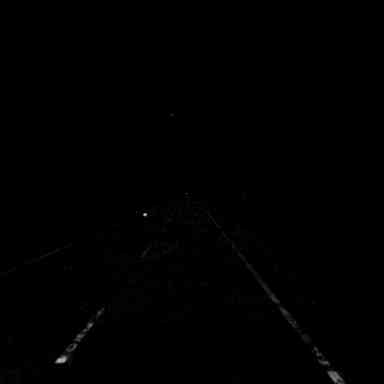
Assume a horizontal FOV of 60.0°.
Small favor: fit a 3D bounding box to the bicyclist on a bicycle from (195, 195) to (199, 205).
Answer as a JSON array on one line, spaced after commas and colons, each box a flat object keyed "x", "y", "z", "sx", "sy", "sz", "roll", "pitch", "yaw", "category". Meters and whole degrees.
[{"x": 0.958, "y": 1.531, "z": 60.814, "sx": 0.659, "sy": 1.776, "sz": 1.843, "roll": 0, "pitch": 0, "yaw": 0, "category": "bicyclist on a bicycle"}]

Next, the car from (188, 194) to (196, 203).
[{"x": -0.006, "y": 1.755, "z": 76.197, "sx": 1.994, "sy": 1.385, "sz": 4.181, "roll": 0, "pitch": 0, "yaw": 0, "category": "car"}]

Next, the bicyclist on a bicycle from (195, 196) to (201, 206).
[{"x": 0.942, "y": 1.574, "z": 51.935, "sx": 0.866, "sy": 1.612, "sz": 1.509, "roll": 0, "pitch": 0, "yaw": 0, "category": "bicyclist on a bicycle"}]

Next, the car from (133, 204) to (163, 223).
[{"x": -3.404, "y": 1.633, "z": 26.144, "sx": 1.994, "sy": 1.385, "sz": 4.181, "roll": 0, "pitch": 0, "yaw": 0, "category": "car"}]
